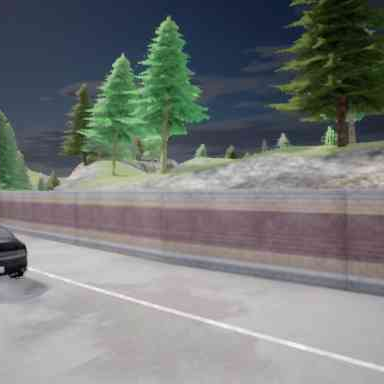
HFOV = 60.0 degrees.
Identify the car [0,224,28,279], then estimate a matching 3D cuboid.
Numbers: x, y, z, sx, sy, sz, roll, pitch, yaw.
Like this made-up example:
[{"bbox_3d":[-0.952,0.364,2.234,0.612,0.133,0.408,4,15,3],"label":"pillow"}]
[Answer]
[{"bbox_3d":[-6.284,1.553,9.135,4.892,1.490,1.837,0,0,40],"label":"car"}]
